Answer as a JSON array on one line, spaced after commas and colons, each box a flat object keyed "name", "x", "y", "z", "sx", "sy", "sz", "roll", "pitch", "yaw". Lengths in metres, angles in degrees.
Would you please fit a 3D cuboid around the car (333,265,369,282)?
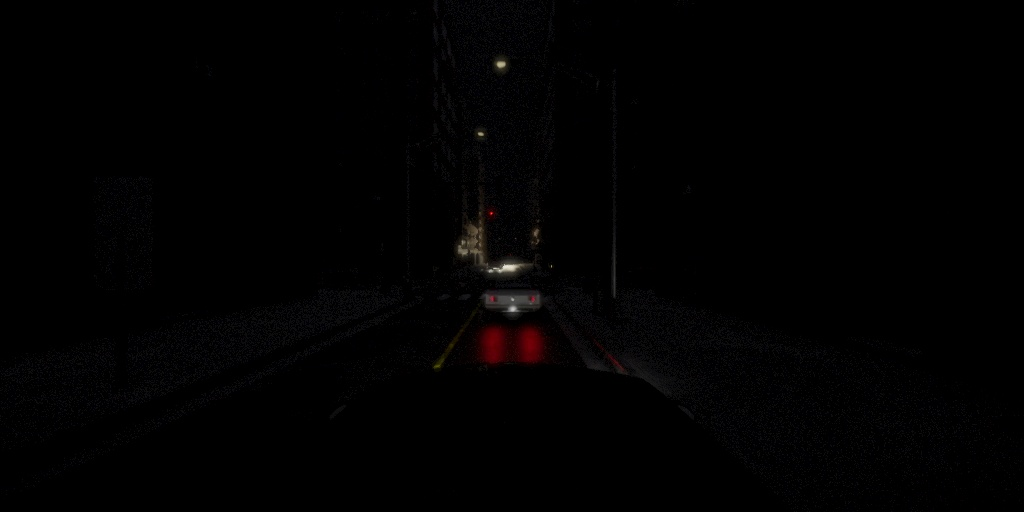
[{"name": "car", "x": -14.523, "y": 1.469, "z": 30.724, "sx": 4.313, "sy": 1.339, "sz": 1.948, "roll": 0, "pitch": 0, "yaw": 0}]

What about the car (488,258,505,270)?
[{"name": "car", "x": -2.770, "y": 1.281, "z": 61.288, "sx": 2.150, "sy": 2.045, "sz": 5.566, "roll": 0, "pitch": 0, "yaw": 1}]

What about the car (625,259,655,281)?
[{"name": "car", "x": 12.360, "y": 1.194, "z": 30.677, "sx": 5.009, "sy": 1.841, "sz": 2.192, "roll": 0, "pitch": 0, "yaw": 0}]

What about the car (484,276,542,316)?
[{"name": "car", "x": 0.063, "y": 1.418, "z": 13.662, "sx": 1.895, "sy": 1.301, "sz": 4.718, "roll": 0, "pitch": 0, "yaw": 1}]

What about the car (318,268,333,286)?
[{"name": "car", "x": -14.376, "y": 1.421, "z": 22.699, "sx": 4.829, "sy": 1.417, "sz": 1.751, "roll": 0, "pitch": 0, "yaw": 0}]
